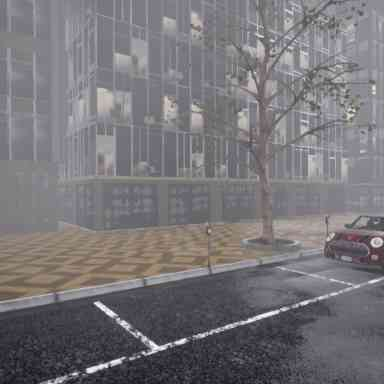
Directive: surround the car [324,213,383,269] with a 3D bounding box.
[{"bbox_3d":[6.183,1.439,10.985,4.097,1.590,1.967,0,0,-36],"label":"car"}]
